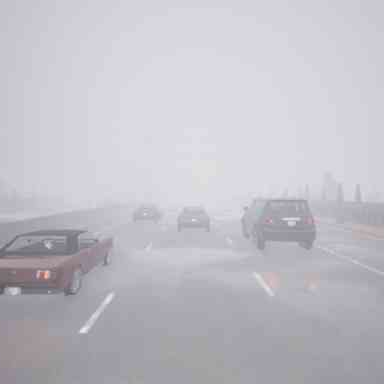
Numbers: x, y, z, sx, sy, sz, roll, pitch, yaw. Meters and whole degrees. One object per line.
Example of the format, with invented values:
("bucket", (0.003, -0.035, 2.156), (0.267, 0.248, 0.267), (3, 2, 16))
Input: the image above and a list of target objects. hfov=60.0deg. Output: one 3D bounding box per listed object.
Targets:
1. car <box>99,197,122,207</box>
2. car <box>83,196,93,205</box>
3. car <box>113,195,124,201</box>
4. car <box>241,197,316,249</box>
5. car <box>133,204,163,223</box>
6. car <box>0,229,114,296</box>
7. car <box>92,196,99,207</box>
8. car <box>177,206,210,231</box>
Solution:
("car", (-10.655, 1.633, 44.809), (1.994, 1.385, 4.181), (0, 0, -1))
("car", (-19.003, 1.501, 62.047), (2.097, 1.767, 4.553), (0, 0, -9))
("car", (-18.640, 1.493, 84.400), (1.895, 1.301, 4.718), (0, 0, -24))
("car", (3.598, 1.228, 14.714), (2.150, 2.045, 5.566), (0, 0, 0))
("car", (-3.401, 1.586, 26.095), (1.994, 1.385, 4.181), (0, 0, 0))
("car", (-3.401, 1.601, 8.570), (1.895, 1.301, 4.718), (0, 0, 0))
("car", (-14.570, 1.587, 54.920), (1.882, 1.535, 5.008), (0, 0, -5))
("car", (0.098, 1.577, 20.917), (1.994, 1.385, 4.181), (0, 0, 0))
